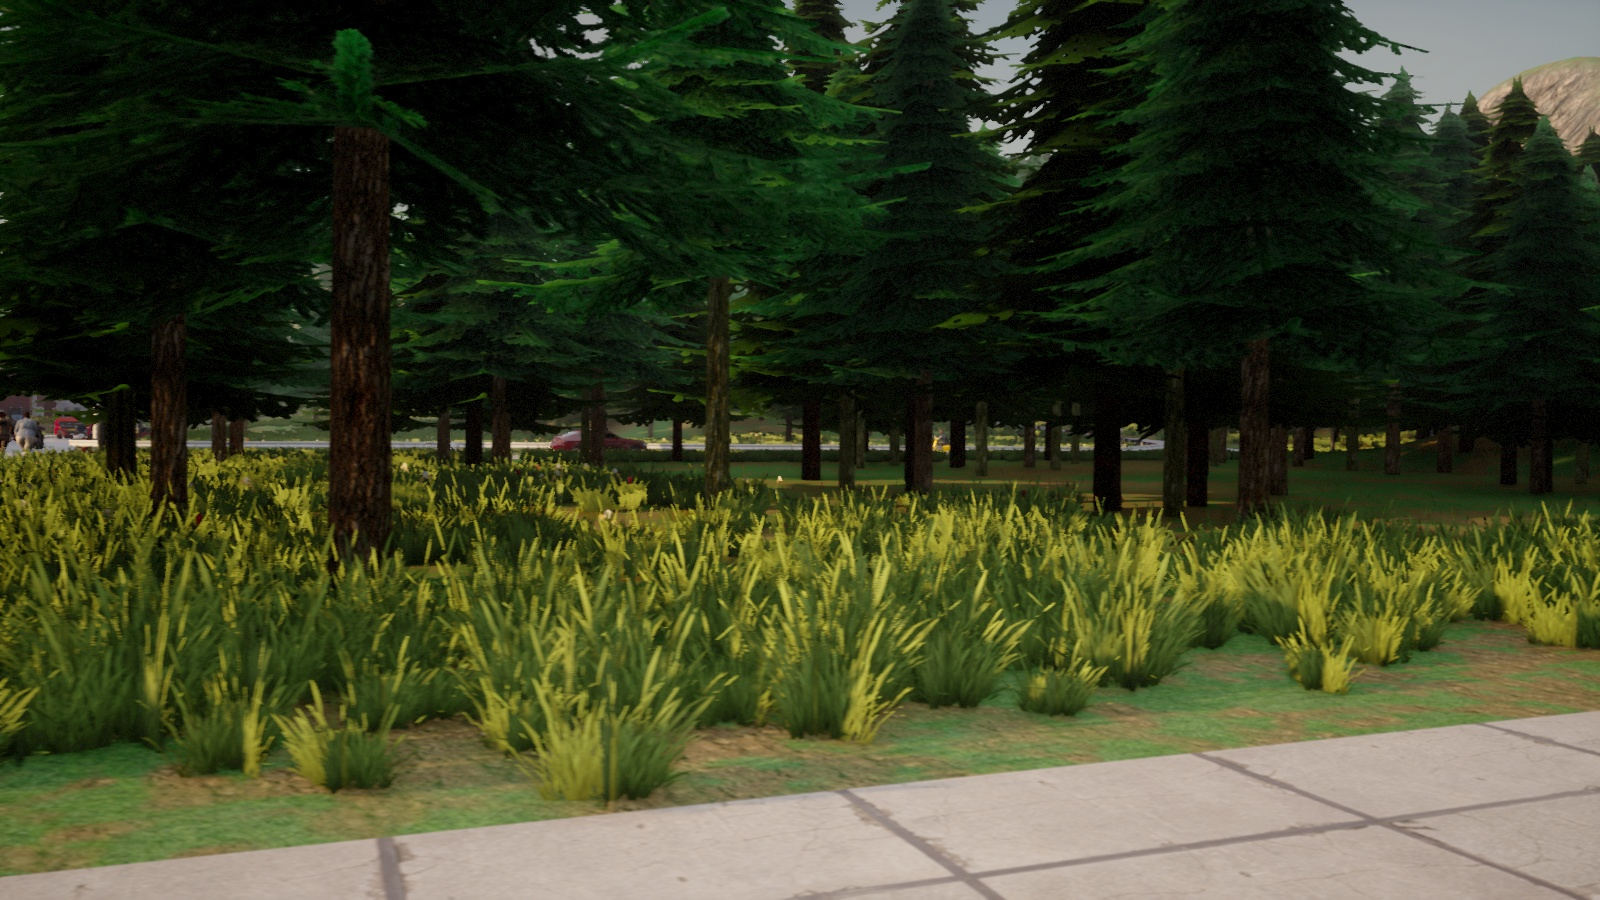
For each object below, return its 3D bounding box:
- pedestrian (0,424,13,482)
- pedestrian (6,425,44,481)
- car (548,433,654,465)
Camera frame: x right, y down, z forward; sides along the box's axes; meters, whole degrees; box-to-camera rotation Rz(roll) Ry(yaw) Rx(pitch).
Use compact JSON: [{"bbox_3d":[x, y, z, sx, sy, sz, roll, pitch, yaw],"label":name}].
[{"bbox_3d":[-26.826,0.109,42.277,0.396,1.930,0.692,-1,1,-23],"label":"pedestrian"},{"bbox_3d":[-26.062,0.099,42.262,0.874,1.855,0.900,-1,1,-19],"label":"pedestrian"},{"bbox_3d":[-9.554,-0.074,60.289,4.674,1.442,1.812,-1,1,-25],"label":"car"}]
